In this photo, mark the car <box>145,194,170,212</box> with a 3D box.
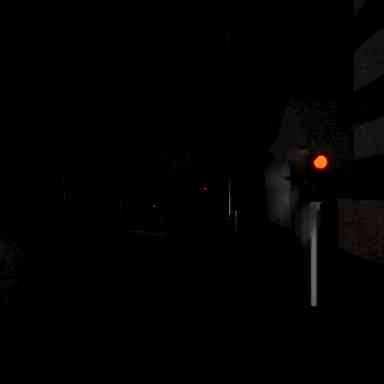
[{"bbox_3d":[-4.154,1.221,39.647,2.150,2.045,5.566,0,0,0],"label":"car"}]

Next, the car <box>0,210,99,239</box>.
[{"bbox_3d":[-7.203,1.601,17.119,4.718,1.301,1.895,0,0,-14],"label":"car"}]
